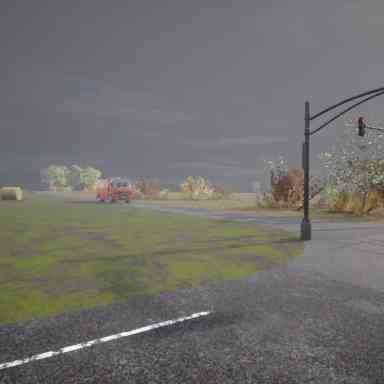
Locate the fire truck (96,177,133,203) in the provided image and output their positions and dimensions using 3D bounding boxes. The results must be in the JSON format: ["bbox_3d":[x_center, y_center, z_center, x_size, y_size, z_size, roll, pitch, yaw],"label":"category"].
[{"bbox_3d":[-11.796,-0.354,50.011,2.891,3.827,8.468,1,0,-32],"label":"fire truck"}]
